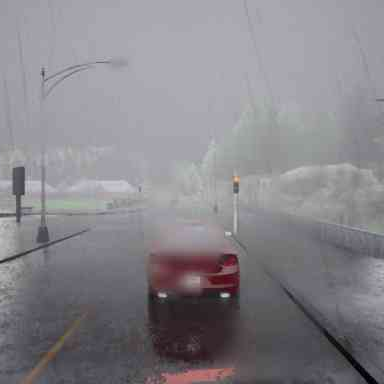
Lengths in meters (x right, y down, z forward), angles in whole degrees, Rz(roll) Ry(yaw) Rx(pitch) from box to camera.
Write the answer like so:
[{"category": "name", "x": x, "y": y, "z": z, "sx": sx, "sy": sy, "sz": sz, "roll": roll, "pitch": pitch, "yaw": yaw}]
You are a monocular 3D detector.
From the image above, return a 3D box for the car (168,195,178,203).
[{"category": "car", "x": -4.050, "y": 1.500, "z": 70.865, "sx": 1.837, "sy": 1.490, "sz": 4.892, "roll": 0, "pitch": 0, "yaw": 0}]

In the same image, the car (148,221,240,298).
[{"category": "car", "x": 0.053, "y": 1.478, "z": 8.550, "sx": 1.882, "sy": 1.535, "sz": 5.008, "roll": 0, "pitch": 0, "yaw": 0}]

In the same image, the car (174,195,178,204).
[{"category": "car", "x": -4.123, "y": 1.526, "z": 60.699, "sx": 1.812, "sy": 1.442, "sz": 4.674, "roll": 0, "pitch": 0, "yaw": 1}]

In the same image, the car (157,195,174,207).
[{"category": "car", "x": -4.130, "y": 1.526, "z": 50.781, "sx": 1.812, "sy": 1.442, "sz": 4.674, "roll": 0, "pitch": 0, "yaw": 0}]
